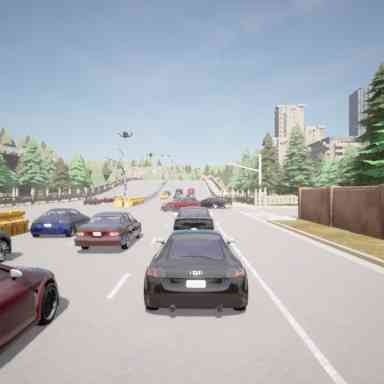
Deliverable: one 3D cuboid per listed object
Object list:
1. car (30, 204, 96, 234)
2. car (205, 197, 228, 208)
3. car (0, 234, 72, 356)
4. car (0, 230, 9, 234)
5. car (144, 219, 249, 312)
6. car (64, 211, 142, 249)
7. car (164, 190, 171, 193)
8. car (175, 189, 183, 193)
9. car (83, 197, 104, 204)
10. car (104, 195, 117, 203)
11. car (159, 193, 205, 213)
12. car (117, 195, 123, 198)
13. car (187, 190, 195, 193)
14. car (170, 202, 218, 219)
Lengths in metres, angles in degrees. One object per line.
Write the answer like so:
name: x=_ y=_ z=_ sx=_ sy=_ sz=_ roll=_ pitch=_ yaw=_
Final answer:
car: x=-6.918 y=1.564 z=17.972 sx=1.994 sy=1.385 sz=4.181 roll=0 pitch=0 yaw=0
car: x=2.531 y=1.506 z=45.242 sx=4.892 sy=1.490 sz=1.837 roll=0 pitch=3 yaw=37
car: x=-3.405 y=1.564 z=4.436 sx=1.994 sy=1.385 sz=4.181 roll=0 pitch=0 yaw=0
car: x=-6.907 y=1.491 z=9.131 sx=2.128 sy=1.511 sz=4.902 roll=0 pitch=0 yaw=0
car: x=0.088 y=1.564 z=7.780 sx=1.994 sy=1.385 sz=4.181 roll=0 pitch=0 yaw=1
car: x=-3.408 y=1.547 z=14.412 sx=2.033 sy=1.411 sz=5.357 roll=0 pitch=0 yaw=0
car: x=-7.192 y=1.024 z=86.944 sx=1.882 sy=1.535 sz=5.008 roll=0 pitch=3 yaw=0
car: x=-3.692 y=0.903 z=86.930 sx=2.097 sy=1.767 sz=4.553 roll=0 pitch=3 yaw=0
car: x=-17.617 y=1.564 z=58.642 sx=1.994 sy=1.385 sz=4.181 roll=0 pitch=0 yaw=0
car: x=-17.577 y=1.594 z=68.712 sx=1.895 sy=1.301 sz=4.718 roll=0 pitch=0 yaw=0
car: x=-1.332 y=1.352 z=37.267 sx=4.553 sy=1.767 sz=2.097 roll=0 pitch=0 yaw=-16
car: x=-17.640 y=1.477 z=78.954 sx=1.895 sy=1.301 sz=4.718 roll=0 pitch=1 yaw=0
car: x=-0.210 y=0.914 z=89.717 sx=1.994 sy=1.385 sz=4.181 roll=0 pitch=4 yaw=0
car: x=0.084 y=1.478 z=16.770 sx=1.882 sy=1.535 sz=5.008 roll=0 pitch=0 yaw=0
